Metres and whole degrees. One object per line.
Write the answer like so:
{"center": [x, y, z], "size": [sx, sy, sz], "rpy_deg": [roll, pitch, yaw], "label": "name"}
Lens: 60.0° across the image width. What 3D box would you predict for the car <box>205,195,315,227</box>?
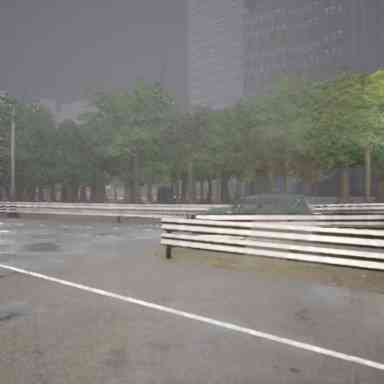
{"center": [3.324, 1.174, 17.038], "size": [5.566, 2.045, 2.150], "rpy_deg": [-1, 0, 12], "label": "car"}
